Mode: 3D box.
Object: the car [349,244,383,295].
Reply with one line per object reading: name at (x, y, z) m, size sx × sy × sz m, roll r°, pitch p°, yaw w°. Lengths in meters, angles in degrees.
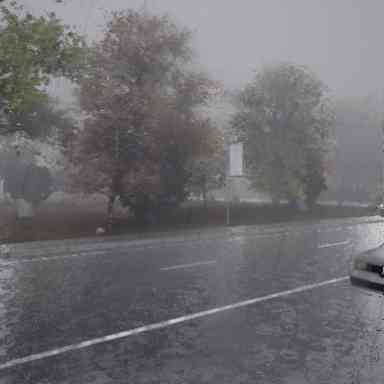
car at (5.841, 1.544, 7.622) m, size 5.357 × 1.411 × 2.033 m, roll 0°, pitch 0°, yaw -33°
